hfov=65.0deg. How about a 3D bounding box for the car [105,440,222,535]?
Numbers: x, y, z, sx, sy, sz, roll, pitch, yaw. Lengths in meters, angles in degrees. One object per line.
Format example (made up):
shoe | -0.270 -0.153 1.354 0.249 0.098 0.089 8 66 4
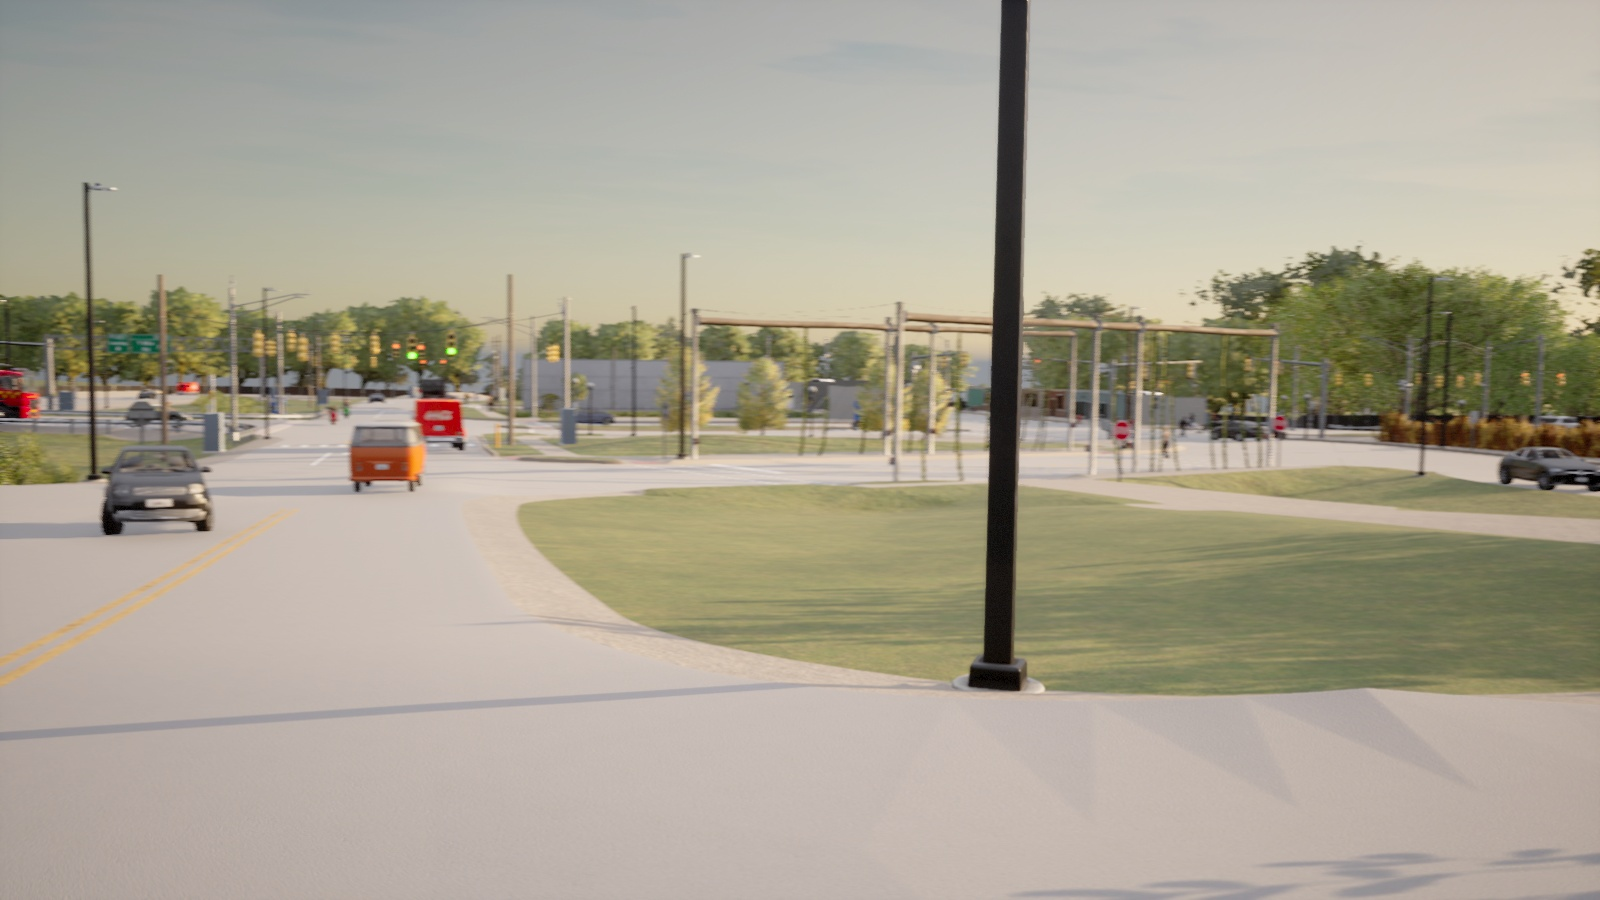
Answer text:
car | -11.774 0.618 23.161 1.789 1.549 3.705 0 1 -28

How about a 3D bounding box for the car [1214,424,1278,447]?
car | 32.846 -1.105 92.631 1.837 1.490 4.892 0 3 -17

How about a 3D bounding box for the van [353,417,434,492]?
van | -11.688 0.063 36.327 1.775 1.987 4.442 0 2 -12

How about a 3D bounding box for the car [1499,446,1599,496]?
car | 30.352 0.817 50.336 2.152 1.651 5.027 2 3 5

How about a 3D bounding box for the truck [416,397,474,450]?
truck | -17.600 -1.362 62.071 2.627 2.467 5.204 0 3 -18

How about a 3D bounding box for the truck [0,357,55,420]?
truck | -52.023 -3.976 78.831 8.468 3.827 2.891 2 2 -16

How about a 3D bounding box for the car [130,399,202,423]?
car | -41.272 -2.534 81.868 3.806 1.475 1.970 0 3 -12
